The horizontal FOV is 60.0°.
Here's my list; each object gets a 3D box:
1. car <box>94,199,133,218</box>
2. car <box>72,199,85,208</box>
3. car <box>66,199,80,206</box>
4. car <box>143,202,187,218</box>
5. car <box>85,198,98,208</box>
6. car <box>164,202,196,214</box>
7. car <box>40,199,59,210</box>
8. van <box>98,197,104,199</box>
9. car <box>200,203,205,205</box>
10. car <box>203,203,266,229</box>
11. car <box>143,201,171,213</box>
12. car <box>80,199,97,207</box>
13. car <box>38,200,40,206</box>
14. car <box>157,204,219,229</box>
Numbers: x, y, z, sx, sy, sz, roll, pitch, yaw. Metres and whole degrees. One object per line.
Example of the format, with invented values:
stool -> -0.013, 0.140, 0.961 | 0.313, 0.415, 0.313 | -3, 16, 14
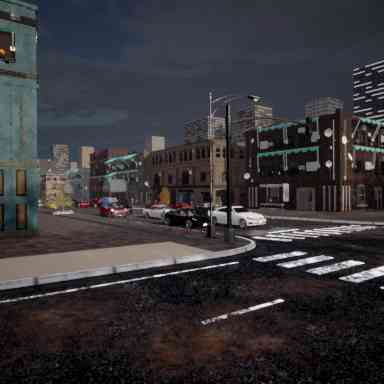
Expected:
car -> -8.367, 1.846, 35.199 | 1.967, 1.590, 4.097 | -1, 0, -36
car -> -20.586, 2.229, 62.263 | 1.994, 1.385, 4.181 | -1, 0, -36
car -> -27.302, 2.363, 76.096 | 1.947, 1.339, 4.313 | -1, 0, -36
car -> -2.861, 1.914, 31.972 | 1.895, 1.301, 4.718 | -1, 0, -36
car -> -17.650, 1.939, 62.588 | 2.192, 1.841, 5.009 | -1, 0, -36
car -> -1.548, 1.903, 40.075 | 1.802, 1.307, 4.206 | -2, 0, -36
car -> -24.362, 2.232, 57.574 | 1.752, 1.417, 4.829 | -1, 0, -36
van -> -14.430, 1.906, 58.085 | 1.690, 1.788, 3.998 | -1, 0, -36
car -> 1.671, 1.809, 35.572 | 2.008, 1.369, 4.403 | -2, 0, -36
car -> 3.099, 1.722, 23.686 | 1.812, 1.442, 4.674 | -1, 0, -37
car -> -4.766, 1.966, 44.577 | 1.802, 1.307, 4.206 | -2, 0, -36
car -> -20.864, 2.227, 67.091 | 1.887, 1.381, 4.507 | -1, 0, -36
car -> -30.899, 2.375, 66.719 | 2.008, 1.369, 4.403 | -1, 0, -36
car -> -0.392, 1.814, 23.840 | 1.947, 1.339, 4.313 | -2, 0, -36
